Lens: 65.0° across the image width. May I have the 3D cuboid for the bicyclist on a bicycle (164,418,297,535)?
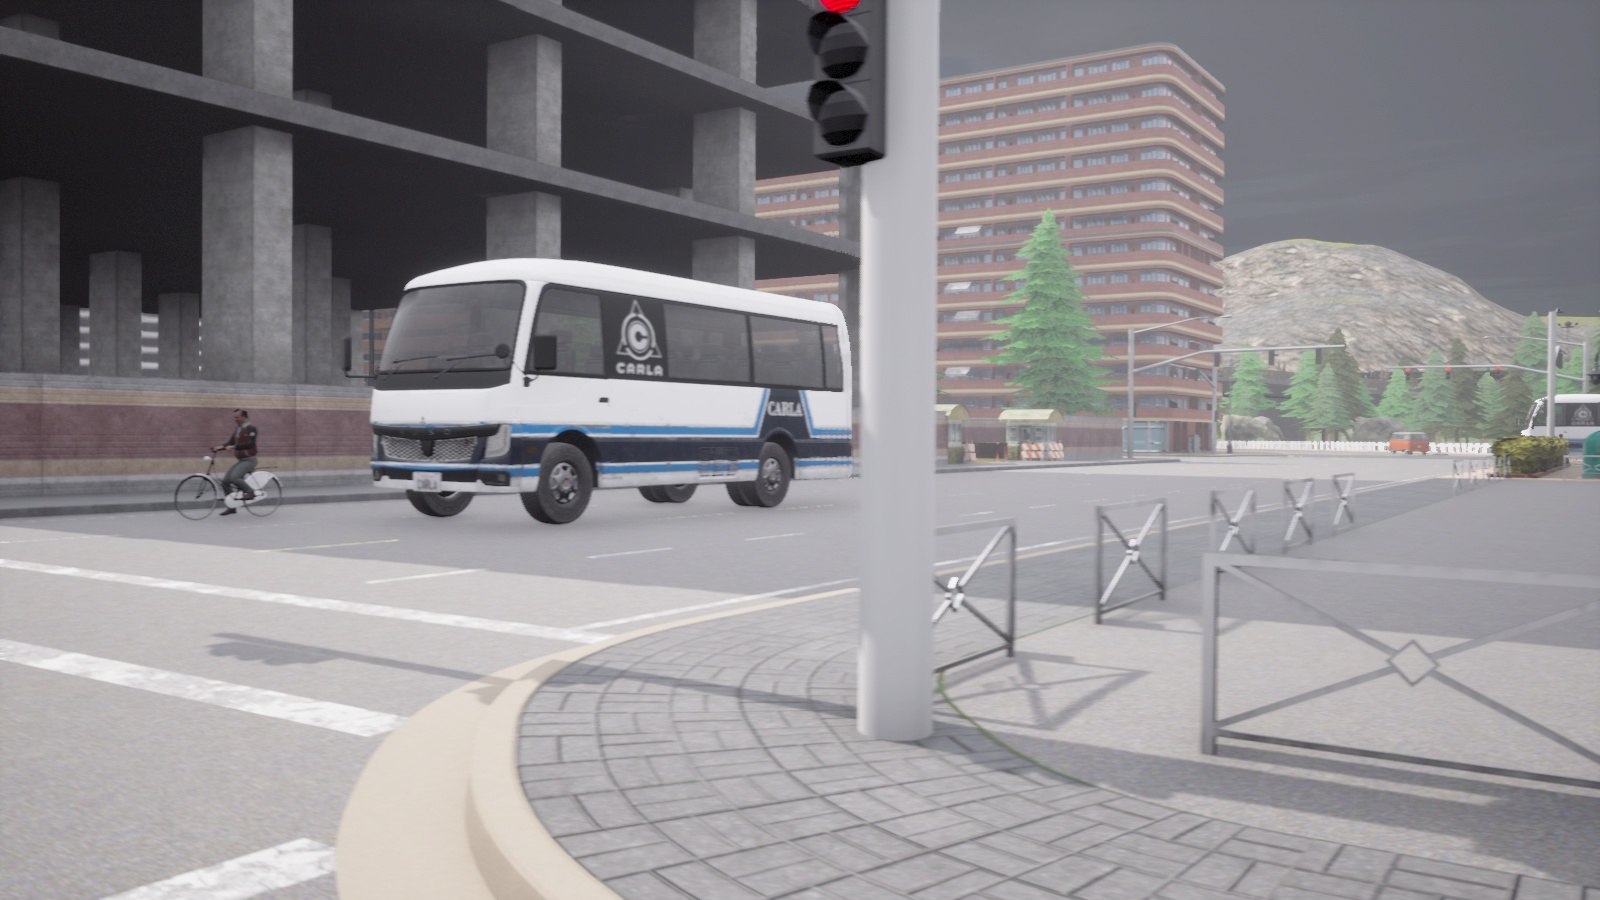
[{"bbox_3d":[-9.013,0.389,19.948,0.659,1.776,1.843,0,1,33],"label":"bicyclist on a bicycle"}]

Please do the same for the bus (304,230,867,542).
[{"bbox_3d":[-3.125,-0.953,22.524,3.944,4.253,10.273,0,1,33],"label":"bus"}]

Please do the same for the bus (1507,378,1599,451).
[{"bbox_3d":[48.271,-2.108,75.136,10.273,4.253,3.944,0,1,27],"label":"bus"}]
